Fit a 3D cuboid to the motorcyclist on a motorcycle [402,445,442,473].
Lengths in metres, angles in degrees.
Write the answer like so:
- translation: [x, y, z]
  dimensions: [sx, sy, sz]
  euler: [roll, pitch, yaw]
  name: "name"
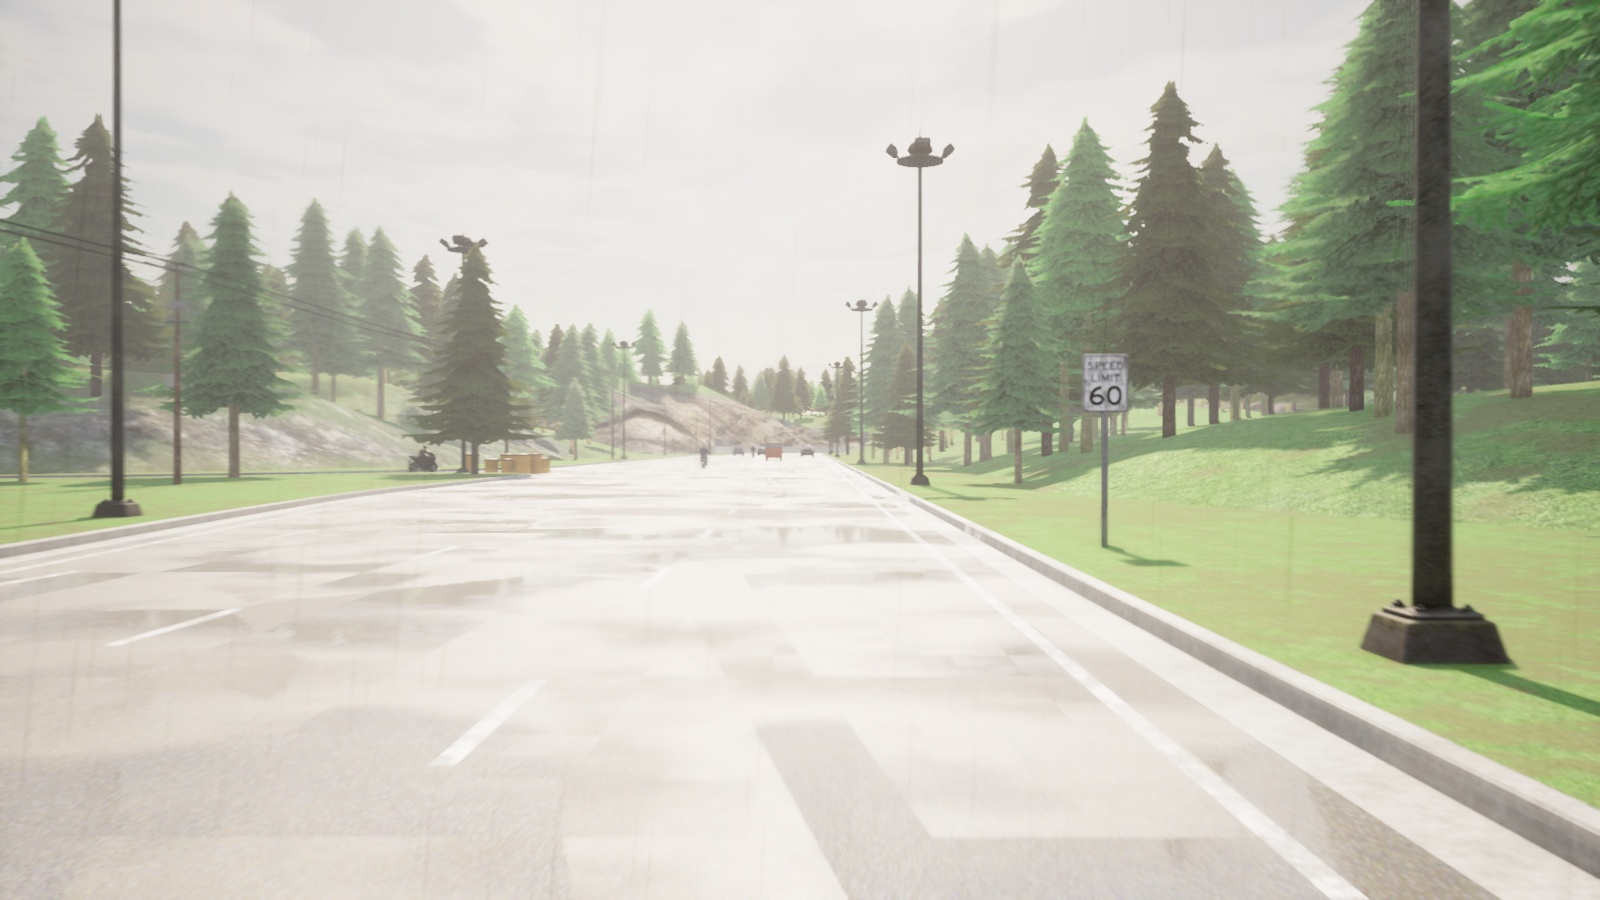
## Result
- translation: [-20.454, 0.477, 68.045]
  dimensions: [0.797, 1.523, 2.044]
  euler: [0, 0, 31]
  name: "motorcyclist on a motorcycle"
